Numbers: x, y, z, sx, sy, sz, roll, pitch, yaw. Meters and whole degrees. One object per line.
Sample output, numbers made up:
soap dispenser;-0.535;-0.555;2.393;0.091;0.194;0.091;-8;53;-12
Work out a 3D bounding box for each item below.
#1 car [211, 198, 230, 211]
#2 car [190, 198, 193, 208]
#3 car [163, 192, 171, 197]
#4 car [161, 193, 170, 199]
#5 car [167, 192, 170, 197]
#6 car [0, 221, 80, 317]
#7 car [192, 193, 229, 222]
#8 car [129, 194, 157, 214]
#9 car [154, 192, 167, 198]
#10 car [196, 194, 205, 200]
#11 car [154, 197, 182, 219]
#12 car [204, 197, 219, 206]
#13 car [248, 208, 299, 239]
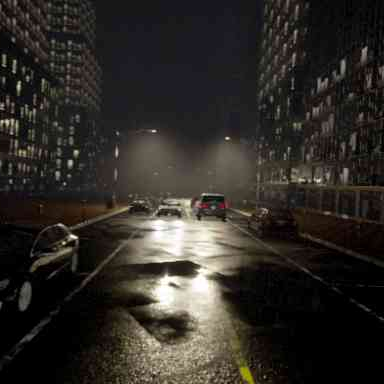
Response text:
car;3.473;1.486;41.005;1.752;1.417;4.829;2;0;-2
car;0.783;1.283;43.504;1.882;1.535;5.008;3;1;-2
car;-6.817;0.733;91.098;2.008;1.369;4.403;2;0;-2
car;-6.389;0.837;79.857;1.802;1.307;4.206;2;0;-2
car;-5.957;0.874;68.615;1.887;1.381;4.507;2;0;-2
car;-3.596;1.321;6.787;2.008;1.369;4.403;2;0;-2
car;1.440;1.151;26.486;2.150;2.045;5.566;3;1;-2
car;-4.454;1.153;29.270;2.008;1.369;4.403;2;0;-2
car;-5.309;0.883;51.752;1.967;1.590;4.097;2;0;-2
car;1.969;1.219;80.348;1.752;1.417;4.829;2;0;-2
car;-1.746;1.359;26.920;1.895;1.301;4.718;3;0;-2
car;3.049;1.449;52.075;1.947;1.339;4.313;2;0;-2
car;4.341;1.565;18.351;1.967;1.590;4.097;2;0;-2
